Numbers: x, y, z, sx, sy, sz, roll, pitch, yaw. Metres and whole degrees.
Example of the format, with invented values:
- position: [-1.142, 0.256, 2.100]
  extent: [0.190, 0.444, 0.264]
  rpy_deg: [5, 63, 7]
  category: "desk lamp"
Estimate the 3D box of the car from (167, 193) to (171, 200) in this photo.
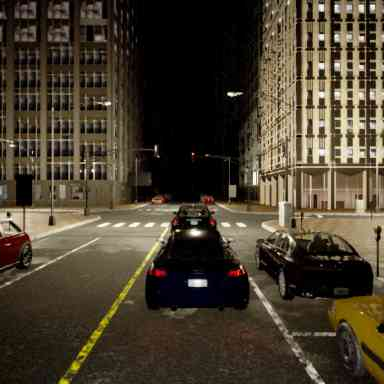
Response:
- position: [-5.764, 1.251, 63.106]
  extent: [2.192, 1.841, 5.009]
  rpy_deg: [0, 0, 0]
  category: "car"

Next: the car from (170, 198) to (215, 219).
- position: [0.086, 1.346, 16.454]
  extent: [2.097, 1.767, 4.553]
  rpy_deg: [0, 0, 0]
  category: "car"

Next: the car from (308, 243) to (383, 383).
- position: [2.689, 1.525, 2.668]
  extent: [1.752, 1.417, 4.829]
  rpy_deg: [0, 0, 0]
  category: "car"

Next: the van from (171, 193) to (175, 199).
- position: [-5.747, 1.236, 80.161]
  extent: [1.690, 1.788, 3.998]
  rpy_deg: [0, 0, 0]
  category: "van"

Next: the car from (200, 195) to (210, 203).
- position: [2.641, 1.363, 68.794]
  extent: [1.967, 1.590, 4.097]
  rpy_deg: [0, 0, 0]
  category: "car"

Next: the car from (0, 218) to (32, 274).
- position: [-5.695, 1.439, 8.158]
  extent: [1.967, 1.590, 4.097]
  rpy_deg: [0, 0, 0]
  category: "car"

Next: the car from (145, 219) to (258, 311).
- position: [0.096, 1.563, 7.821]
  extent: [1.994, 1.385, 4.181]
  rpy_deg: [0, 0, 0]
  category: "car"

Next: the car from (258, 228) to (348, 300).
- position: [2.685, 1.549, 8.165]
  extent: [2.008, 1.369, 4.403]
  rpy_deg: [0, 0, 0]
  category: "car"

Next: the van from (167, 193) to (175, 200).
- position: [-5.755, 1.205, 91.533]
  extent: [1.690, 1.788, 3.998]
  rpy_deg: [0, 0, 0]
  category: "van"

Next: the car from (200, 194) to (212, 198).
- position: [2.745, 1.388, 57.426]
  extent: [1.967, 1.590, 4.097]
  rpy_deg: [0, 0, 0]
  category: "car"

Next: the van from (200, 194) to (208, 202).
- position: [2.637, 1.250, 74.479]
  extent: [1.690, 1.788, 3.998]
  rpy_deg: [0, 0, 0]
  category: "van"

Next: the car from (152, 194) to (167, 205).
- position: [-5.826, 1.388, 57.421]
  extent: [1.967, 1.590, 4.097]
  rpy_deg: [0, 0, 0]
  category: "car"
